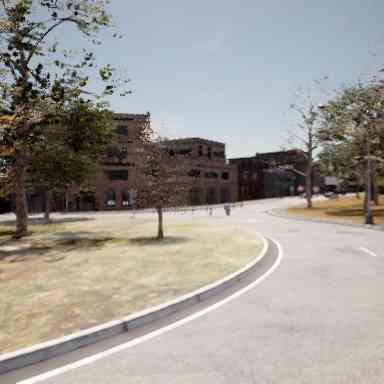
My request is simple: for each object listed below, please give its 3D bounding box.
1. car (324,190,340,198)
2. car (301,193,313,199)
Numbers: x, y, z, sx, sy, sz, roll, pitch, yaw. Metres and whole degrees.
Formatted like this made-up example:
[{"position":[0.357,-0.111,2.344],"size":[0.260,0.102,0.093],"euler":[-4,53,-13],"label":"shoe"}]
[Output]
[{"position":[34.351,0.729,82.477],"size":[1.895,1.301,4.718],"euler":[-1,1,37],"label":"car"},{"position":[26.850,0.931,77.959],"size":[2.128,1.511,4.902],"euler":[-1,1,37],"label":"car"}]
